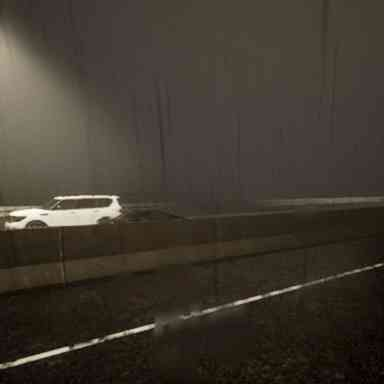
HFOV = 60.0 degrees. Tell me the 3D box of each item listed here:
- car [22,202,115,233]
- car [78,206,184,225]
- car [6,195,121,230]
[{"bbox_3d":[-7.427,1.462,20.164,4.902,1.511,2.128,0,0,-35],"label":"car"},{"bbox_3d":[-2.415,1.492,15.134,4.674,1.442,1.812,0,0,-35],"label":"car"},{"bbox_3d":[-6.172,1.197,16.767,5.566,2.045,2.150,0,0,-35],"label":"car"}]
